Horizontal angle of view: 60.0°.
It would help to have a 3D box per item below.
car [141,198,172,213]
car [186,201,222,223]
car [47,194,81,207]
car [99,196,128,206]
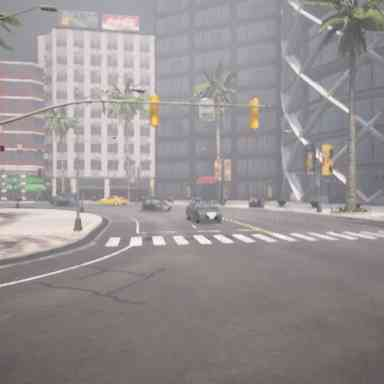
[{"bbox_3d":[-4.039,1.450,36.576,1.812,1.442,4.674,0,0,-36],"label":"car"},{"bbox_3d":[0.812,1.425,24.889,2.128,1.511,4.902,0,0,-12],"label":"car"},{"bbox_3d":[-18.322,1.450,48.733,4.902,1.511,2.128,0,0,26],"label":"car"},{"bbox_3d":[-12.725,1.397,53.679,5.008,1.535,1.882,0,0,28],"label":"car"}]
